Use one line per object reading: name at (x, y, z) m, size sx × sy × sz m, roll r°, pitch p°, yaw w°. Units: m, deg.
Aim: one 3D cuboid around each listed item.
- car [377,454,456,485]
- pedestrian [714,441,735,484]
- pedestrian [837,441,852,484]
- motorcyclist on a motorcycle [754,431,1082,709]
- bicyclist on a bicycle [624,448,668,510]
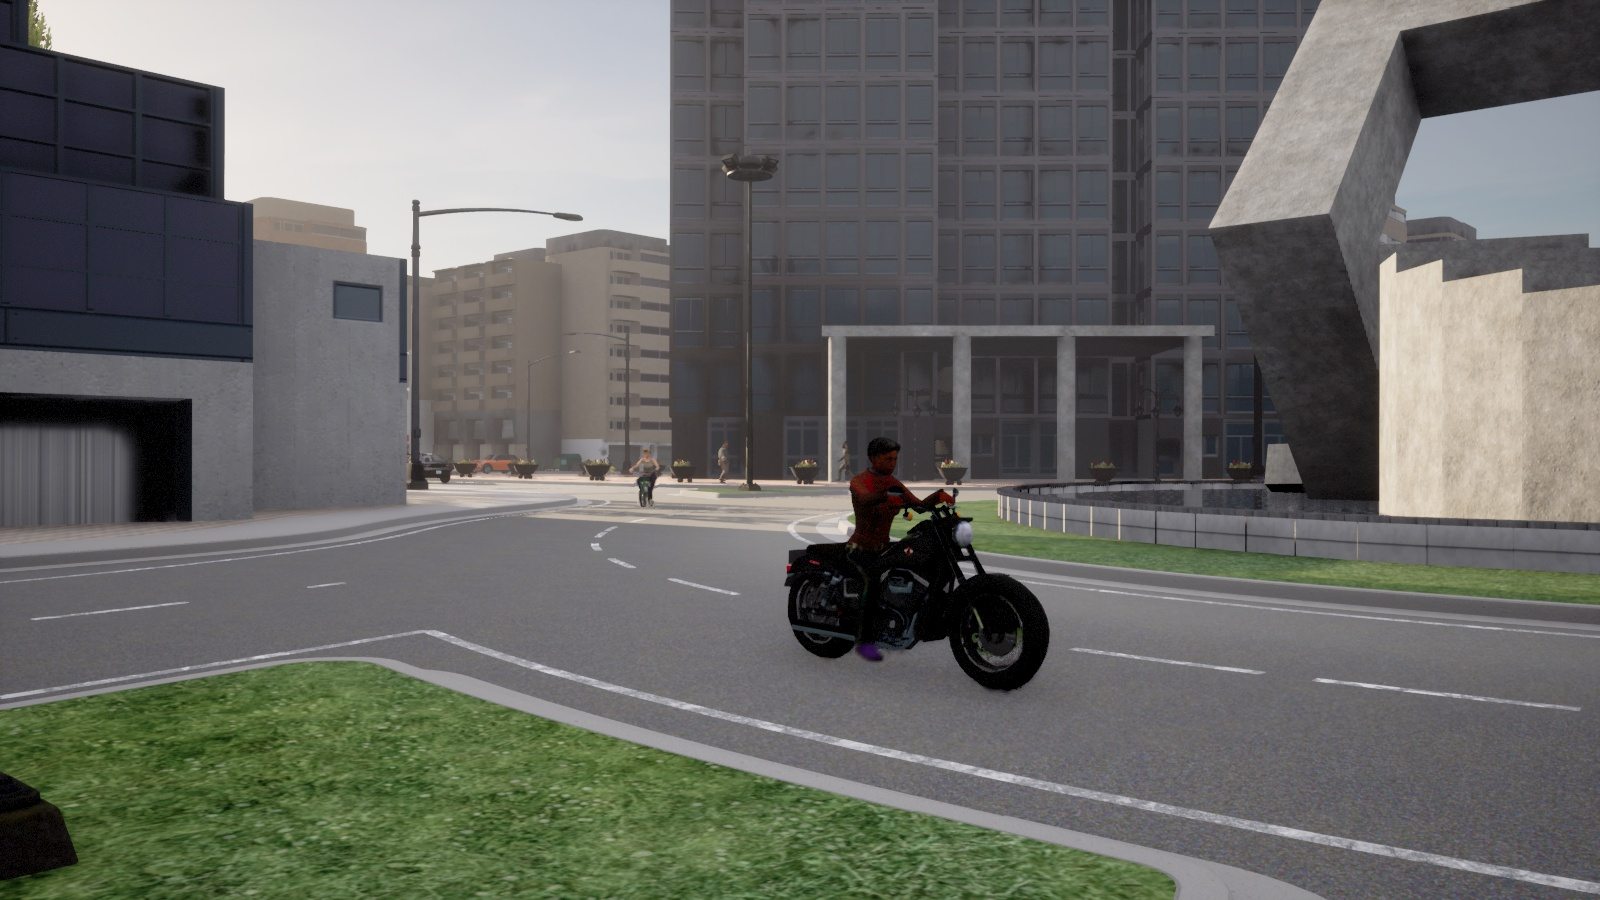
car at (-18.808, 0.949, 61.466) m, size 4.193 × 1.474 × 1.816 m, roll 0°, pitch 0°, yaw 42°
pedestrian at (-3.216, 0.538, 53.662) m, size 0.694 × 1.848 × 0.540 m, roll 0°, pitch 0°, yaw 35°
pedestrian at (2.026, 0.555, 56.999) m, size 0.692 × 1.930 × 0.396 m, roll 0°, pitch 0°, yaw 4°
motorcyclist on a motorcycle at (0.723, 0.714, 8.581) m, size 0.766 × 1.649 × 2.350 m, roll 0°, pitch 0°, yaw -41°
bicyclist on a bicycle at (-4.172, 0.774, 34.123) m, size 0.866 × 1.612 × 1.509 m, roll -1°, pitch 0°, yaw 6°
